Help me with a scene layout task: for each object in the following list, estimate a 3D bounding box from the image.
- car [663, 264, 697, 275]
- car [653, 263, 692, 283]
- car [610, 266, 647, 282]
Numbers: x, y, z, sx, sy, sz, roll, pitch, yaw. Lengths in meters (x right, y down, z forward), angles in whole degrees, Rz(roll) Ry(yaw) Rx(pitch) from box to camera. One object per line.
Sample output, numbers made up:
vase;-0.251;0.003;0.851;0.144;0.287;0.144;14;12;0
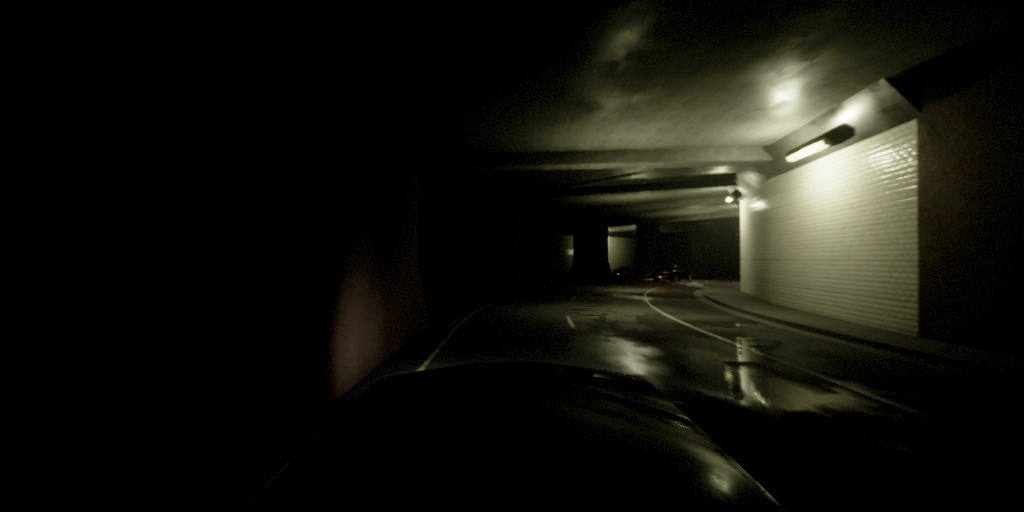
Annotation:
car;22.923;1.799;48.917;4.181;1.385;1.994;0;-1;-22
car;14.384;1.566;32.075;4.892;1.490;1.837;1;-2;-42
car;10.995;1.632;33.651;4.181;1.385;1.994;1;-1;-44
